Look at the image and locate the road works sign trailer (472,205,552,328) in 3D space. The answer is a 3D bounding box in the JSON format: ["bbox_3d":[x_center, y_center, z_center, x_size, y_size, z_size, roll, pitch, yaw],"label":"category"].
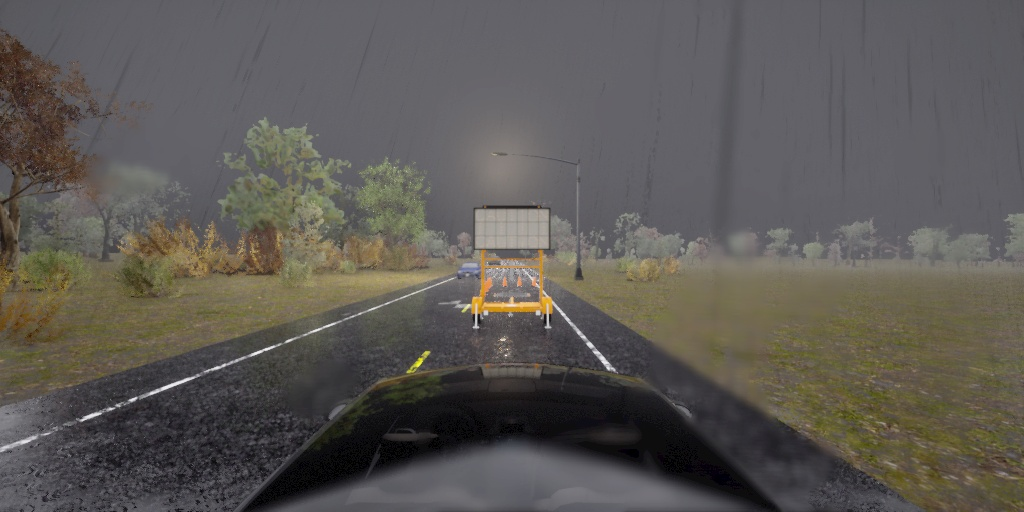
[{"bbox_3d":[0.001,0.216,11.340,2.380,3.560,2.880,0,0,0],"label":"road works sign trailer"}]

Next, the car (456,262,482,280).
[{"bbox_3d":[-3.611,1.286,31.445,1.812,1.442,4.674,0,0,0],"label":"car"}]
